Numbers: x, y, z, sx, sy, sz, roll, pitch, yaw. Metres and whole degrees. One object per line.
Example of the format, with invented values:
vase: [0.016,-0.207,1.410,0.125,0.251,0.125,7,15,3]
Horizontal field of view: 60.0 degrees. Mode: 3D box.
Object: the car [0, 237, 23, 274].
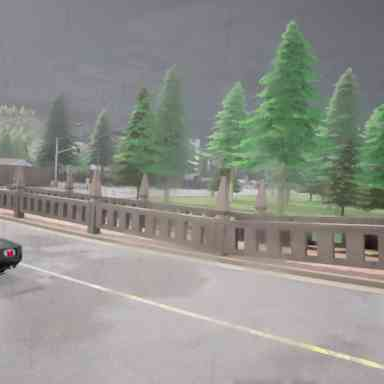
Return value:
car: [-6.440,1.361,8.550,4.718,1.301,1.895,3,2,35]
